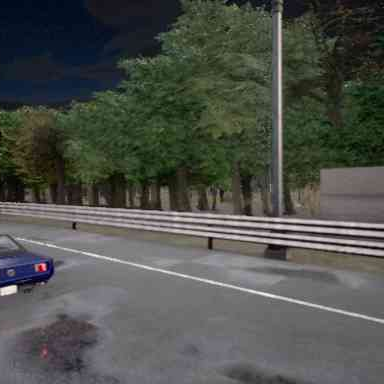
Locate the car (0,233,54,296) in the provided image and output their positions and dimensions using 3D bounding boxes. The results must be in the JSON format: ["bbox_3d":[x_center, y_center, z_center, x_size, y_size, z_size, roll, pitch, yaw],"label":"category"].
[{"bbox_3d":[-5.317,1.595,7.680,4.718,1.301,1.895,0,0,36],"label":"car"}]
